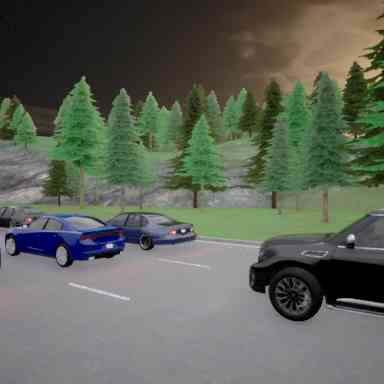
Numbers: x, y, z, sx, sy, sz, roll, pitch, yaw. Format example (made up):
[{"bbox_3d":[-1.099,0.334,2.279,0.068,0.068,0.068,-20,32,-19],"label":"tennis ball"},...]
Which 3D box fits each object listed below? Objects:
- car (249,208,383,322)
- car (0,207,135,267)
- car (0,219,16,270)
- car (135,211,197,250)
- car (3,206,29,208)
[{"bbox_3d":[3.776,1.222,5.600,5.566,2.045,2.150,0,0,35],"label":"car"},{"bbox_3d":[-4.499,1.478,11.474,5.008,1.535,1.882,0,0,36],"label":"car"},{"bbox_3d":[-6.951,1.505,8.925,4.892,1.490,1.837,0,0,36],"label":"car"},{"bbox_3d":[-2.377,1.547,14.261,5.357,1.411,2.033,0,0,35],"label":"car"},{"bbox_3d":[-10.605,1.547,20.066,5.357,1.411,2.033,0,0,35],"label":"car"}]
